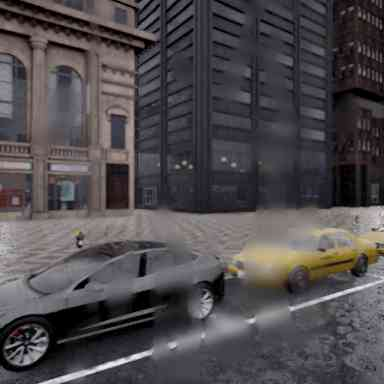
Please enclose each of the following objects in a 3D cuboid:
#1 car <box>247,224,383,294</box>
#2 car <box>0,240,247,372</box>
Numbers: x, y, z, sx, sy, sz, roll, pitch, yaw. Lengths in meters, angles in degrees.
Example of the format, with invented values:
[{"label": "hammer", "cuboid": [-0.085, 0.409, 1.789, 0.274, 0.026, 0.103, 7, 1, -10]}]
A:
[{"label": "car", "cuboid": [3.110, 1.559, 8.841, 4.829, 1.417, 1.752, 0, 0, -35]}, {"label": "car", "cuboid": [-1.355, 1.574, 5.680, 4.313, 1.339, 1.947, 0, 0, -35]}]
